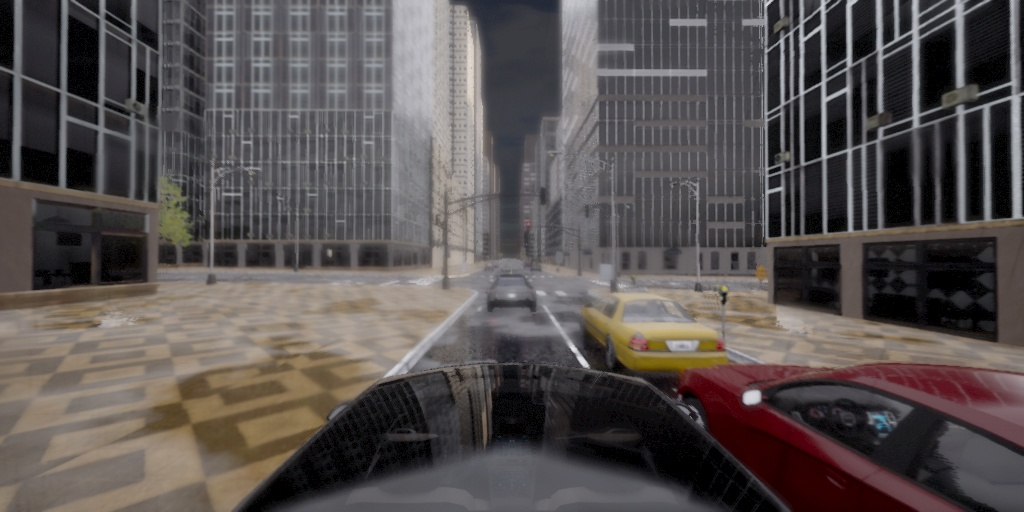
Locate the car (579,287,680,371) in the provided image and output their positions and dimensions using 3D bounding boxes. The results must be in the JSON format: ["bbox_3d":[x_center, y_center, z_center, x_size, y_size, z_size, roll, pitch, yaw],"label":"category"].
[{"bbox_3d":[2.566,1.336,7.701,1.751,1.417,4.829,0,0,0],"label":"car"}]

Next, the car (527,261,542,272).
[{"bbox_3d":[3.878,1.926,58.631,1.948,1.339,4.313,0,0,0],"label":"car"}]

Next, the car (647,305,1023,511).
[{"bbox_3d":[2.565,1.298,1.979,1.888,1.381,4.507,0,0,0],"label":"car"}]

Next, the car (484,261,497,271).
[{"bbox_3d":[-4.081,1.998,64.115,1.802,1.307,4.207,0,0,0],"label":"car"}]

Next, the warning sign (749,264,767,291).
[{"bbox_3d":[17.265,1.446,24.845,1.060,1.860,1.300,0,0,-3],"label":"warning sign"}]

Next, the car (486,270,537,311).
[{"bbox_3d":[-0.032,1.457,15.237,1.994,1.385,4.181,0,-1,-1],"label":"car"}]
